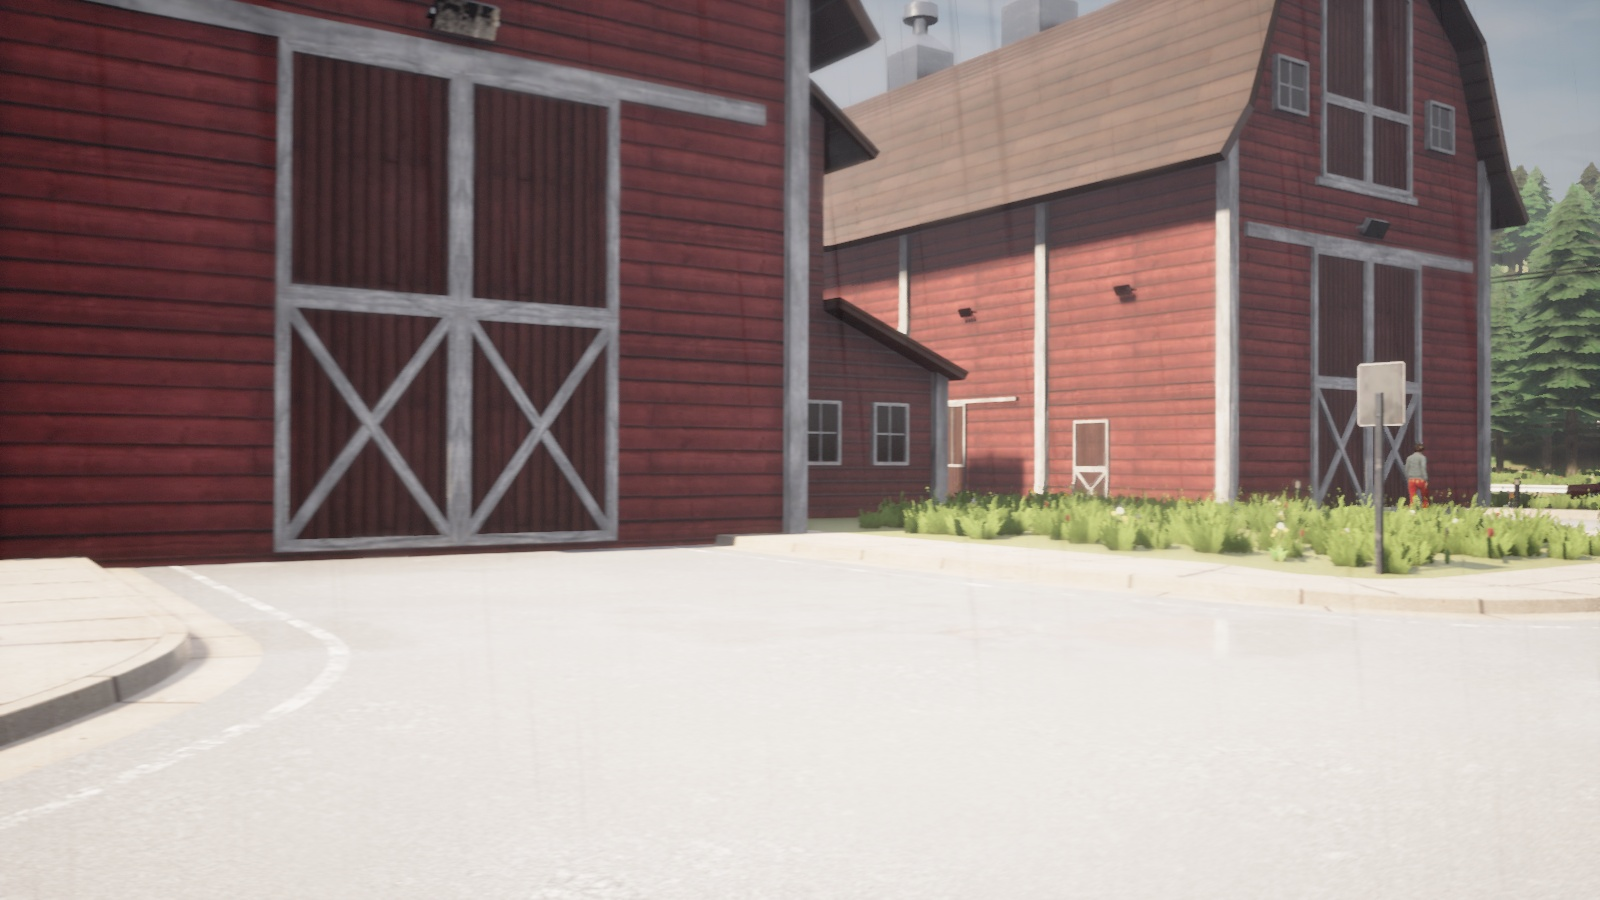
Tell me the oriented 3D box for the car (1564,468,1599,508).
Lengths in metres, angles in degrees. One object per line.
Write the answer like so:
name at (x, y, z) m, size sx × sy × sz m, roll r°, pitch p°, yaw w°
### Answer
car at (28.111, 1.261, 41.333) m, size 1.895 × 1.301 × 4.718 m, roll 0°, pitch -1°, yaw -34°

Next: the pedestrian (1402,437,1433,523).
pedestrian at (13.517, 0.648, 27.481) m, size 0.614 × 1.847 × 0.353 m, roll 0°, pitch -1°, yaw -34°
